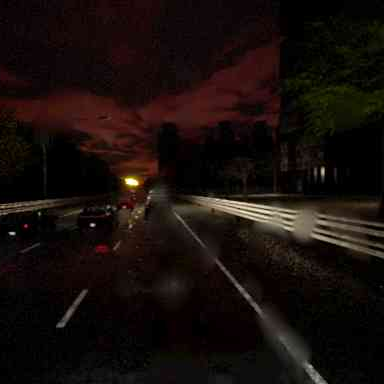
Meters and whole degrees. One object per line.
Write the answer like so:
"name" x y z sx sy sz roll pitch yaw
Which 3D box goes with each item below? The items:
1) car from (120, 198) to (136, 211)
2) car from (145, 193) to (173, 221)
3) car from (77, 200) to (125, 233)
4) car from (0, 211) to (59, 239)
"car" -7.527 1.414 37.888 1.812 1.442 4.674 -1 0 -7
"car" -2.686 1.243 26.576 2.097 1.767 4.553 -1 0 -7
"car" -5.409 1.478 19.582 2.128 1.511 4.902 -1 0 -6
"car" -8.747 1.657 17.977 1.895 1.301 4.718 -1 0 -6
